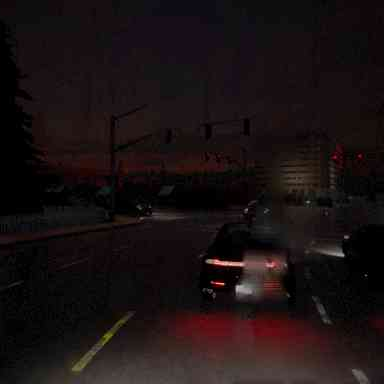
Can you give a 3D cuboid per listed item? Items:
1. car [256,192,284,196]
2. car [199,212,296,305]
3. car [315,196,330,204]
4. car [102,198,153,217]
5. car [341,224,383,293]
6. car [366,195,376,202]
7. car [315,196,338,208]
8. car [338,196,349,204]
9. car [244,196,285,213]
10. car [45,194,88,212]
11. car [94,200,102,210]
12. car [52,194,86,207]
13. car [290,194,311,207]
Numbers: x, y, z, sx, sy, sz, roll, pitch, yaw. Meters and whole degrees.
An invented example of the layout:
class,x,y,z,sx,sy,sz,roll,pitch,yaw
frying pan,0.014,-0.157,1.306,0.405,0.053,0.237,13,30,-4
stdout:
class,x,y,z,sx,sy,sz,roll,pitch,yaw
car,7.926,1.259,36.246,2.150,2.045,5.566,0,0,31
car,1.428,1.492,8.181,2.128,1.511,4.902,0,0,12
car,25.378,1.525,64.488,1.812,1.442,4.674,0,0,32
car,-5.986,1.407,31.975,4.553,1.767,2.097,0,0,32
car,5.180,1.547,8.554,2.033,1.411,5.357,0,0,16
car,42.671,1.525,79.280,2.128,1.511,4.902,0,0,32
car,19.234,1.547,47.973,2.033,1.411,5.357,0,0,32
car,28.684,1.492,63.187,2.128,1.511,4.902,0,0,32
car,5.676,1.390,25.892,2.097,1.767,4.553,0,0,32
car,-14.117,1.277,37.047,5.566,2.045,2.150,0,0,32
car,-9.084,1.547,38.037,4.902,1.511,2.128,0,0,32
car,-19.741,1.277,53.169,5.566,2.045,2.150,0,0,32
car,16.712,1.504,50.548,1.837,1.490,4.892,0,0,32
